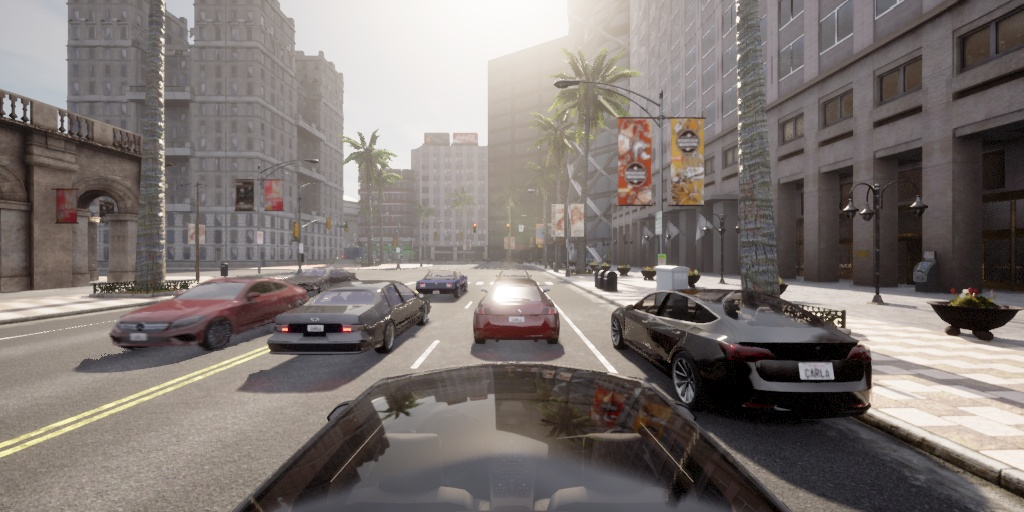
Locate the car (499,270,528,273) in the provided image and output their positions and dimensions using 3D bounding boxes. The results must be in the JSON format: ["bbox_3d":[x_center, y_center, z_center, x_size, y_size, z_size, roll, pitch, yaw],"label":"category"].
[{"bbox_3d":[0.090,1.351,18.418,1.895,1.301,4.718,0,0,0],"label":"car"}]

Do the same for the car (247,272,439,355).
[{"bbox_3d":[-3.406,1.297,8.725,2.033,1.411,5.357,0,0,0],"label":"car"}]

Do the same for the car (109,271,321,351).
[{"bbox_3d":[-7.083,1.276,9.126,1.812,1.442,4.674,0,0,0],"label":"car"}]

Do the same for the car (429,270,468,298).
[{"bbox_3d":[-3.410,1.351,18.374,1.895,1.301,4.718,0,0,0],"label":"car"}]

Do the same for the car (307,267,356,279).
[{"bbox_3d":[-10.515,1.297,20.030,2.033,1.411,5.357,0,0,0],"label":"car"}]

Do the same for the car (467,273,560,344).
[{"bbox_3d":[0.096,1.314,9.610,1.994,1.385,4.181,0,0,0],"label":"car"}]
